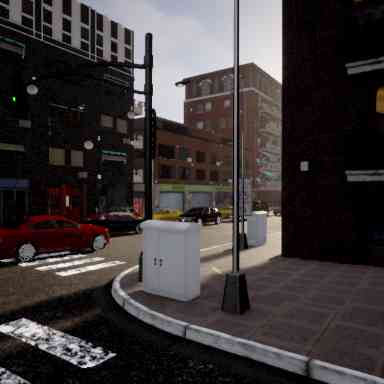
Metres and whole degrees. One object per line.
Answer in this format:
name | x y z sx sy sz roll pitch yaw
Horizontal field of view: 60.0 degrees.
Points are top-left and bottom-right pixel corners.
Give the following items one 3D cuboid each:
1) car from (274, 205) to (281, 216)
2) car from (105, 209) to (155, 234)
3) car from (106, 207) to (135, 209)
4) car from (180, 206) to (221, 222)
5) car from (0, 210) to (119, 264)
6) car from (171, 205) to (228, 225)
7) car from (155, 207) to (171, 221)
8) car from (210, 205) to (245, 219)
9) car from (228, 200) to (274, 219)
car | 12.510 2.399 44.196 2.033 1.411 5.357 0 -1 35
car | -4.656 1.887 19.643 1.895 1.301 4.718 0 -1 35
car | -5.407 1.764 23.121 1.967 1.590 4.097 -1 -2 35
car | 0.908 2.099 32.181 1.947 1.339 4.313 -1 -2 35
car | -5.481 1.658 12.862 1.882 1.535 5.008 0 -1 35
car | 0.707 1.968 27.333 1.837 1.490 4.892 0 -1 35
car | -2.347 1.951 27.511 1.752 1.417 4.829 -1 -2 35
car | 3.969 2.159 36.573 1.752 1.417 4.829 -1 -2 35
car | 6.386 1.872 35.481 2.150 2.045 5.566 0 -1 35
